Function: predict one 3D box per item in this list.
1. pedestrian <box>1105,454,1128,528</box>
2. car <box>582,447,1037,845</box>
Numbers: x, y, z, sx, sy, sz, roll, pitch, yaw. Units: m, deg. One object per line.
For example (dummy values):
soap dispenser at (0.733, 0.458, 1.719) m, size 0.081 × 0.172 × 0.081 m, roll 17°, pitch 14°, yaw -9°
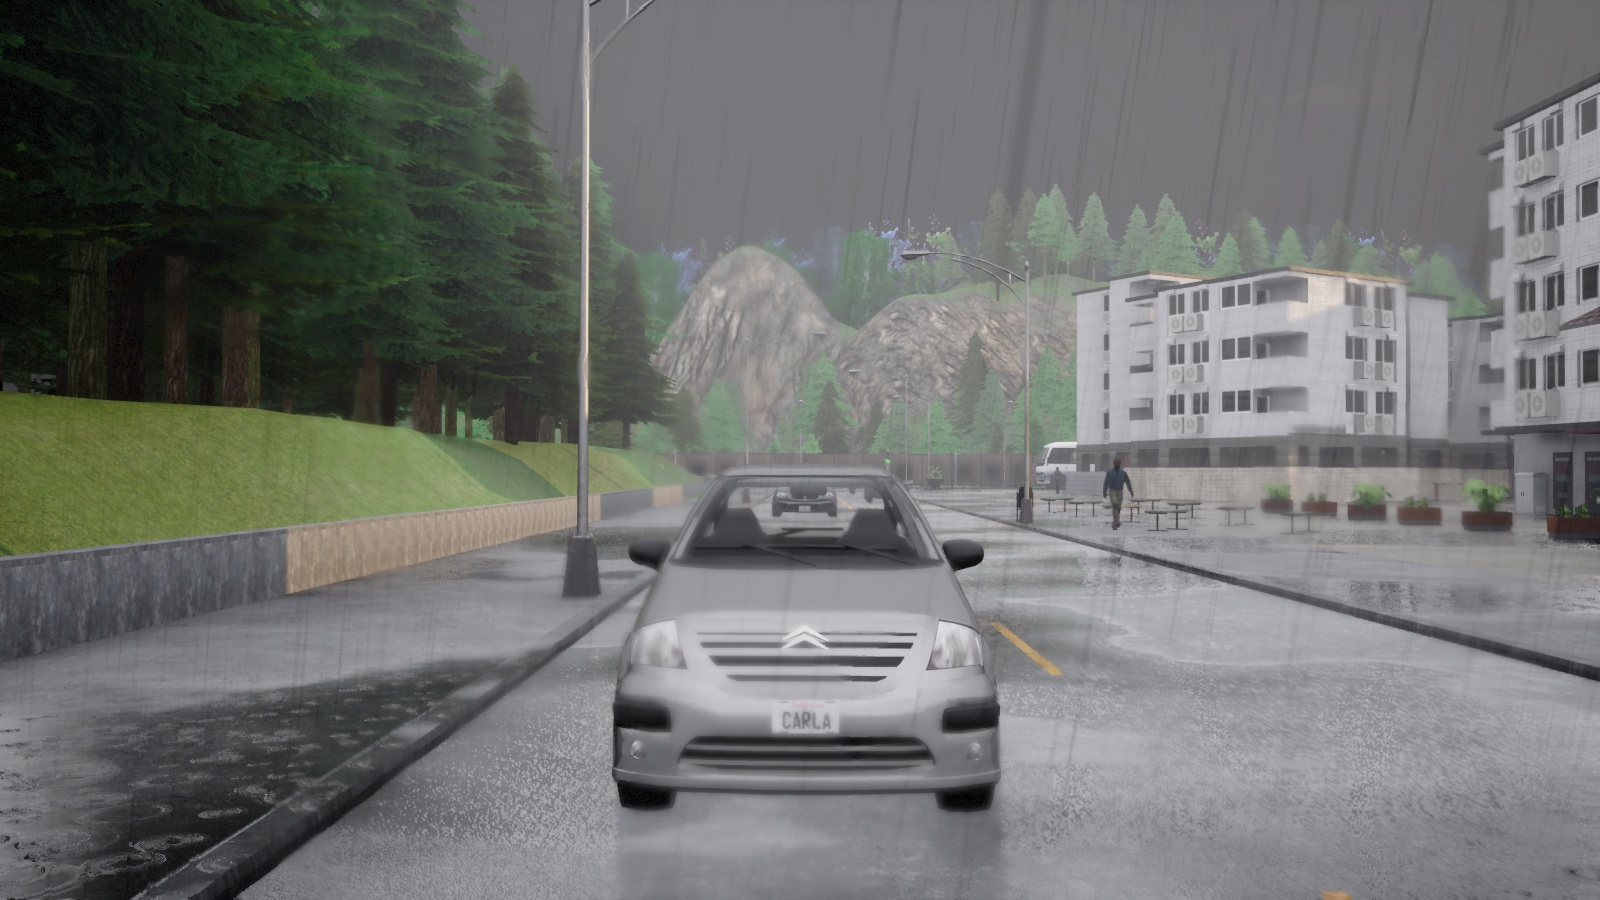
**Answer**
pedestrian at (7.885, 1.017, 31.312) m, size 0.370 × 1.835 × 0.726 m, roll 0°, pitch -1°, yaw 1°
car at (0.044, 0.832, 7.120) m, size 1.851 × 1.617 × 3.988 m, roll 0°, pitch -1°, yaw 0°
